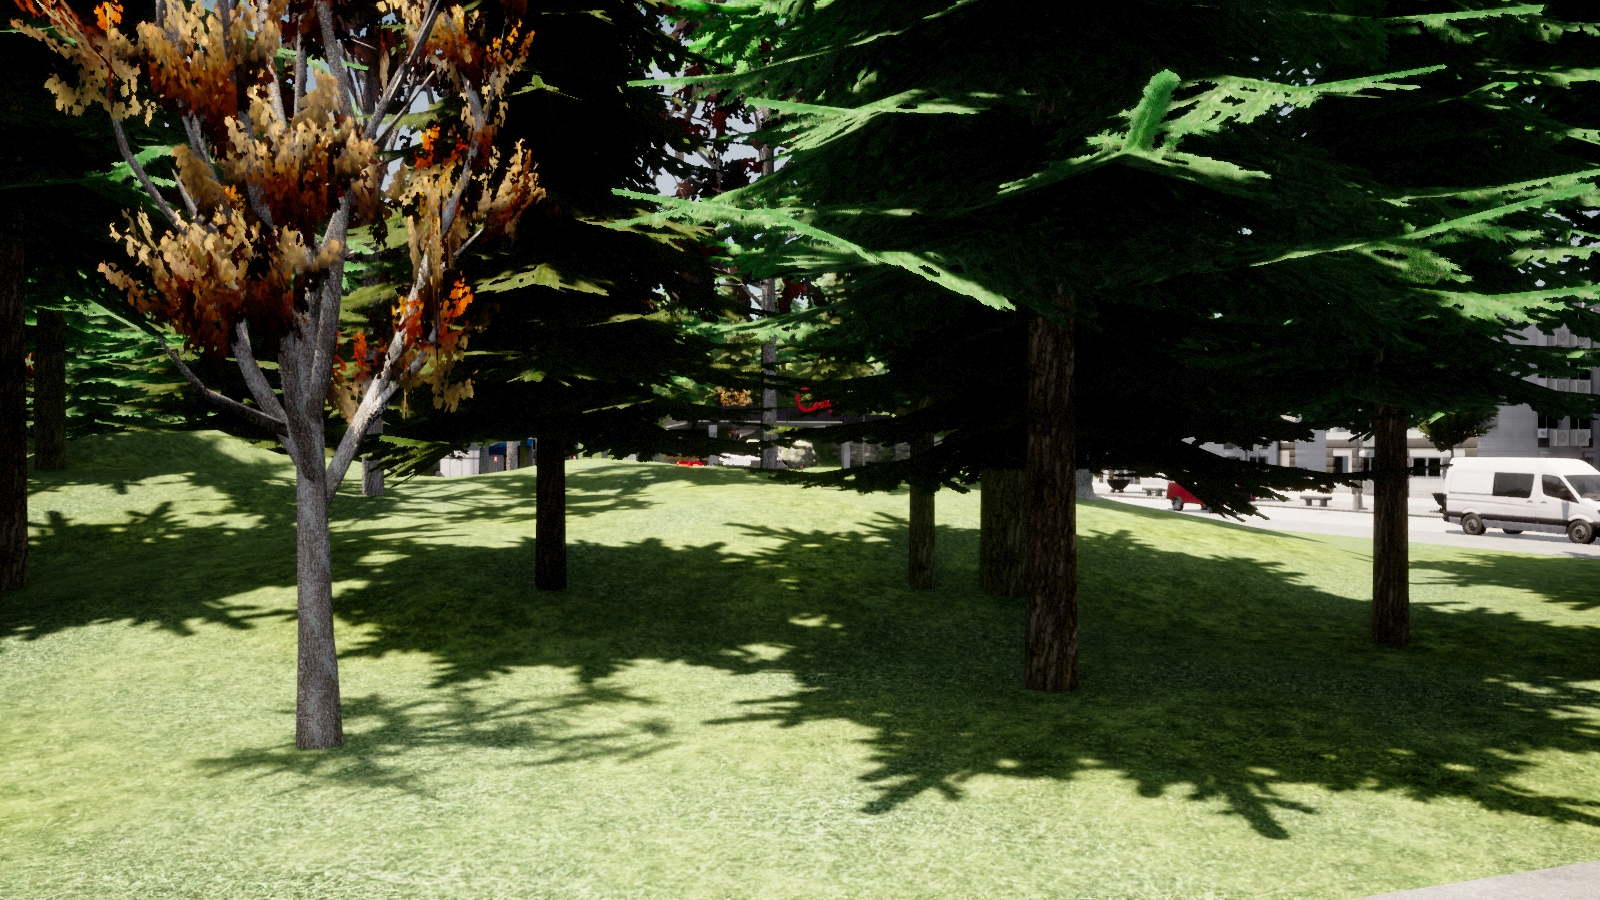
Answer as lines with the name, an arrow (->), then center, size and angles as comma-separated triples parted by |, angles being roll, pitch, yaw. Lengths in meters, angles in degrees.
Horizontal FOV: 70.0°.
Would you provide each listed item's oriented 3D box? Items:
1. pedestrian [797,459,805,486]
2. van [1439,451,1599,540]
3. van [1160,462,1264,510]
pedestrian -> 0.065, 1.525, 77.177 | 0.375, 1.860, 0.375 | 0, 0, -20
van -> 23.411, 1.313, 36.020 | 1.988, 2.561, 5.915 | 0, 0, -18
van -> 18.400, 1.563, 51.219 | 2.069, 2.038, 4.480 | 0, 0, -18
